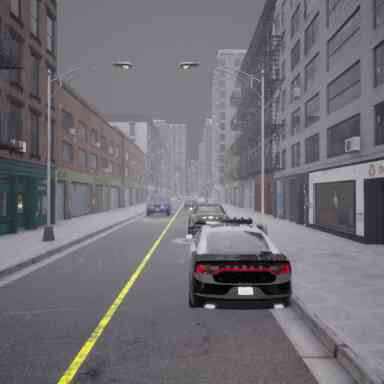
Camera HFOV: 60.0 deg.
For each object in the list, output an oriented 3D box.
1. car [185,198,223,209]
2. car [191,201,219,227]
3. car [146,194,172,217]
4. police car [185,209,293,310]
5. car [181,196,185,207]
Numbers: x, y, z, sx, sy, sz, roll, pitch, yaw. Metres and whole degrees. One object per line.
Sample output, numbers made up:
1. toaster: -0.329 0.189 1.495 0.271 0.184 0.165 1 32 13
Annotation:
1. car: 0.843 1.363 17.926 2.097 1.767 4.553 0 0 0
2. car: 0.824 1.476 24.146 1.801 1.575 5.366 0 0 0
3. car: -3.104 1.255 32.411 2.150 2.045 5.566 0 0 0
4. police car: 0.876 1.429 8.065 1.930 1.638 5.238 0 0 0
5. car: -0.113 1.557 46.858 2.128 1.511 4.902 0 0 0
